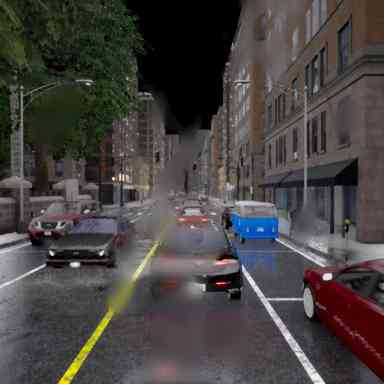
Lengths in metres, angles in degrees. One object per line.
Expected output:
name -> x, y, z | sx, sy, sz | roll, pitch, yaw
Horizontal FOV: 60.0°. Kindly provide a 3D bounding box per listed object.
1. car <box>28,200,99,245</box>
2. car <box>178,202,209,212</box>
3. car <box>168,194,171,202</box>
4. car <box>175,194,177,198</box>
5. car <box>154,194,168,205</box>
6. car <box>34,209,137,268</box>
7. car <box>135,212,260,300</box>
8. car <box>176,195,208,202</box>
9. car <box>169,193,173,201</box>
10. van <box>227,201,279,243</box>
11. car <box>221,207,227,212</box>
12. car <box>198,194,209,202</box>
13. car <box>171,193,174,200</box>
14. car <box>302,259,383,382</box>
car -> -5.682, 1.310, 15.612 | 2.192, 1.841, 5.009 | 0, 0, 0
car -> 0.088, 1.519, 18.608 | 1.812, 1.442, 4.674 | 0, 0, 0
car -> -5.722, 1.501, 64.751 | 2.008, 1.369, 4.403 | 0, 0, 0
car -> -5.740, 1.495, 86.554 | 2.008, 1.369, 4.403 | 0, 0, 0
car -> -5.718, 1.479, 59.131 | 1.752, 1.417, 4.829 | 0, 0, 0
car -> -3.103, 1.544, 11.489 | 2.033, 1.411, 5.357 | 0, 0, 0
car -> 0.093, 1.490, 8.346 | 2.128, 1.511, 4.902 | 0, 0, 0
car -> 0.025, 1.338, 27.565 | 2.097, 1.767, 4.553 | 0, 0, 2
car -> -5.727, 1.492, 70.202 | 1.887, 1.381, 4.507 | 0, 0, 0
van -> 2.842, 1.336, 15.659 | 1.690, 1.788, 3.998 | 0, 0, 0
car -> 2.838, 1.557, 21.319 | 1.947, 1.339, 4.313 | 0, 0, 0
car -> 2.793, 1.385, 75.696 | 1.967, 1.590, 4.097 | 0, 0, 0
car -> -5.731, 1.490, 75.653 | 1.887, 1.381, 4.507 | 0, 0, 0
car -> 2.851, 1.544, 4.338 | 1.887, 1.381, 4.507 | 0, 0, 0
